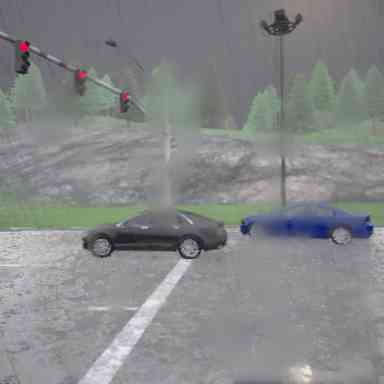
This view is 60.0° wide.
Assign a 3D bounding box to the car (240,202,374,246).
[{"bbox_3d":[4.424,1.170,13.342,5.008,1.535,1.882,0,0,24],"label":"car"}]

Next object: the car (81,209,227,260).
[{"bbox_3d":[-1.282,1.340,11.240,4.892,1.490,1.837,0,-1,10],"label":"car"}]
